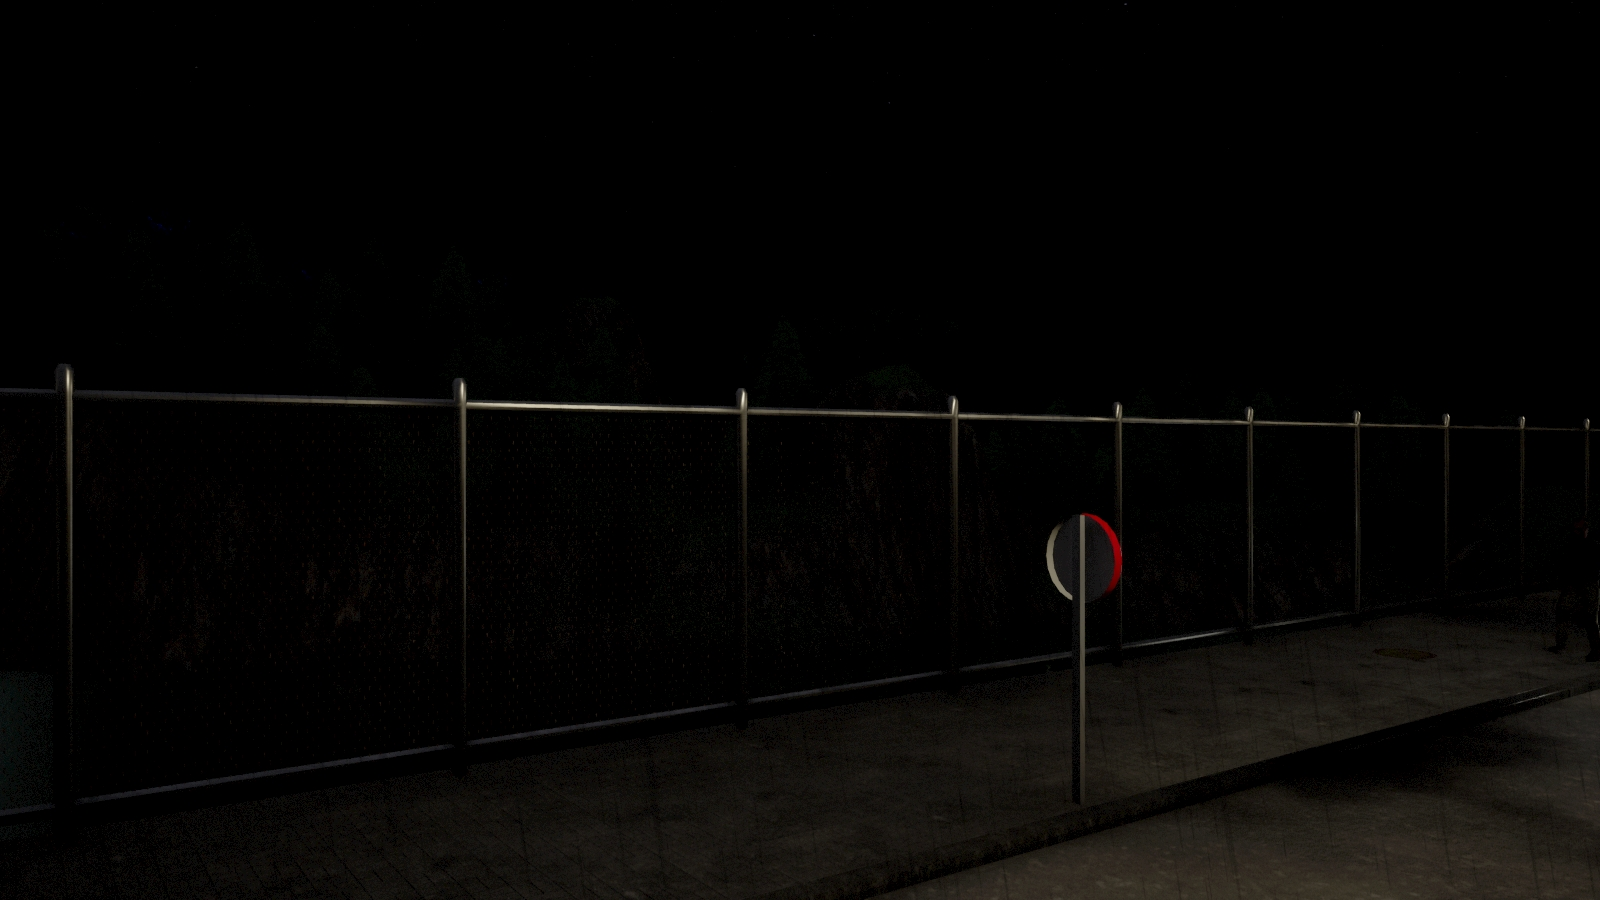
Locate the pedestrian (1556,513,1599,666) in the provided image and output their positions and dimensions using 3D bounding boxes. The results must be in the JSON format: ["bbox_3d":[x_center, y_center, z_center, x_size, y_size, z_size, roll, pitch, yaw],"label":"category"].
[{"bbox_3d":[9.830,1.738,14.374,0.375,1.860,0.375,0,0,-22],"label":"pedestrian"}]
